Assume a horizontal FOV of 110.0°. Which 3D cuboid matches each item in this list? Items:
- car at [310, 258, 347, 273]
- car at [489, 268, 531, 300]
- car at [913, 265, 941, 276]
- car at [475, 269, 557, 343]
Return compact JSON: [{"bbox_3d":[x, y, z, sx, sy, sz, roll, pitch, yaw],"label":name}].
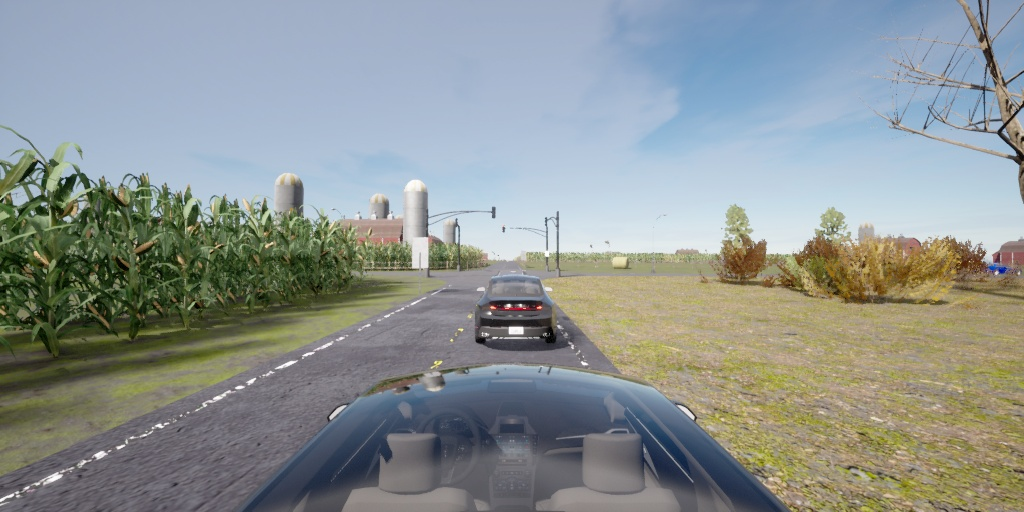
[{"bbox_3d":[-19.832,0.930,37.646,4.553,1.767,2.097,0,-1,-3],"label":"car"},{"bbox_3d":[0.031,1.360,18.813,1.895,1.301,4.718,0,0,4],"label":"car"},{"bbox_3d":[48.555,1.768,42.531,4.181,1.385,1.994,1,-1,-5],"label":"car"},{"bbox_3d":[0.079,1.259,9.662,1.837,1.490,4.892,0,0,0],"label":"car"}]
